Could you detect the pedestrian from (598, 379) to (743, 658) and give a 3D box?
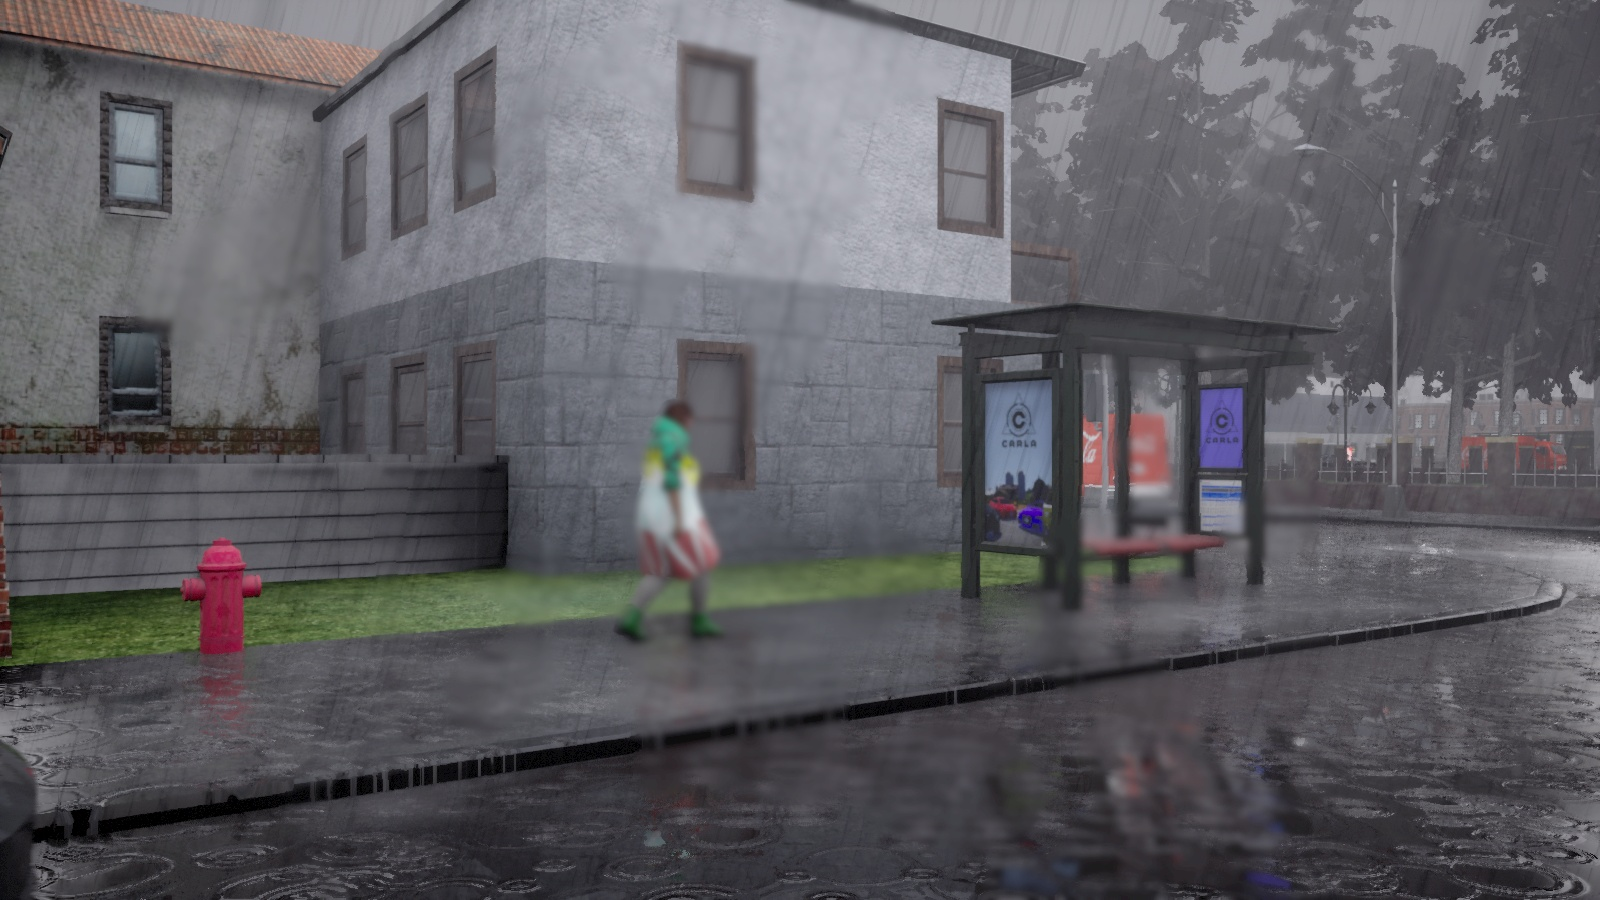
[{"bbox_3d":[-0.962,0.479,9.283,0.873,1.952,0.659,0,0,-29],"label":"pedestrian"}]

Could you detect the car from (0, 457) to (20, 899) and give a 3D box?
[{"bbox_3d":[-3.888,0.762,1.528,4.892,1.490,1.837,0,0,-35],"label":"car"}]

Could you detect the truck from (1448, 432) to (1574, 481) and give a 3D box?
[{"bbox_3d":[37.659,0.341,66.607,2.627,2.467,5.204,0,0,-35],"label":"truck"}]

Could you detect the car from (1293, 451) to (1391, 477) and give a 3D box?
[{"bbox_3d":[32.083,0.815,74.473,2.128,1.511,4.902,0,0,-35],"label":"car"}]
